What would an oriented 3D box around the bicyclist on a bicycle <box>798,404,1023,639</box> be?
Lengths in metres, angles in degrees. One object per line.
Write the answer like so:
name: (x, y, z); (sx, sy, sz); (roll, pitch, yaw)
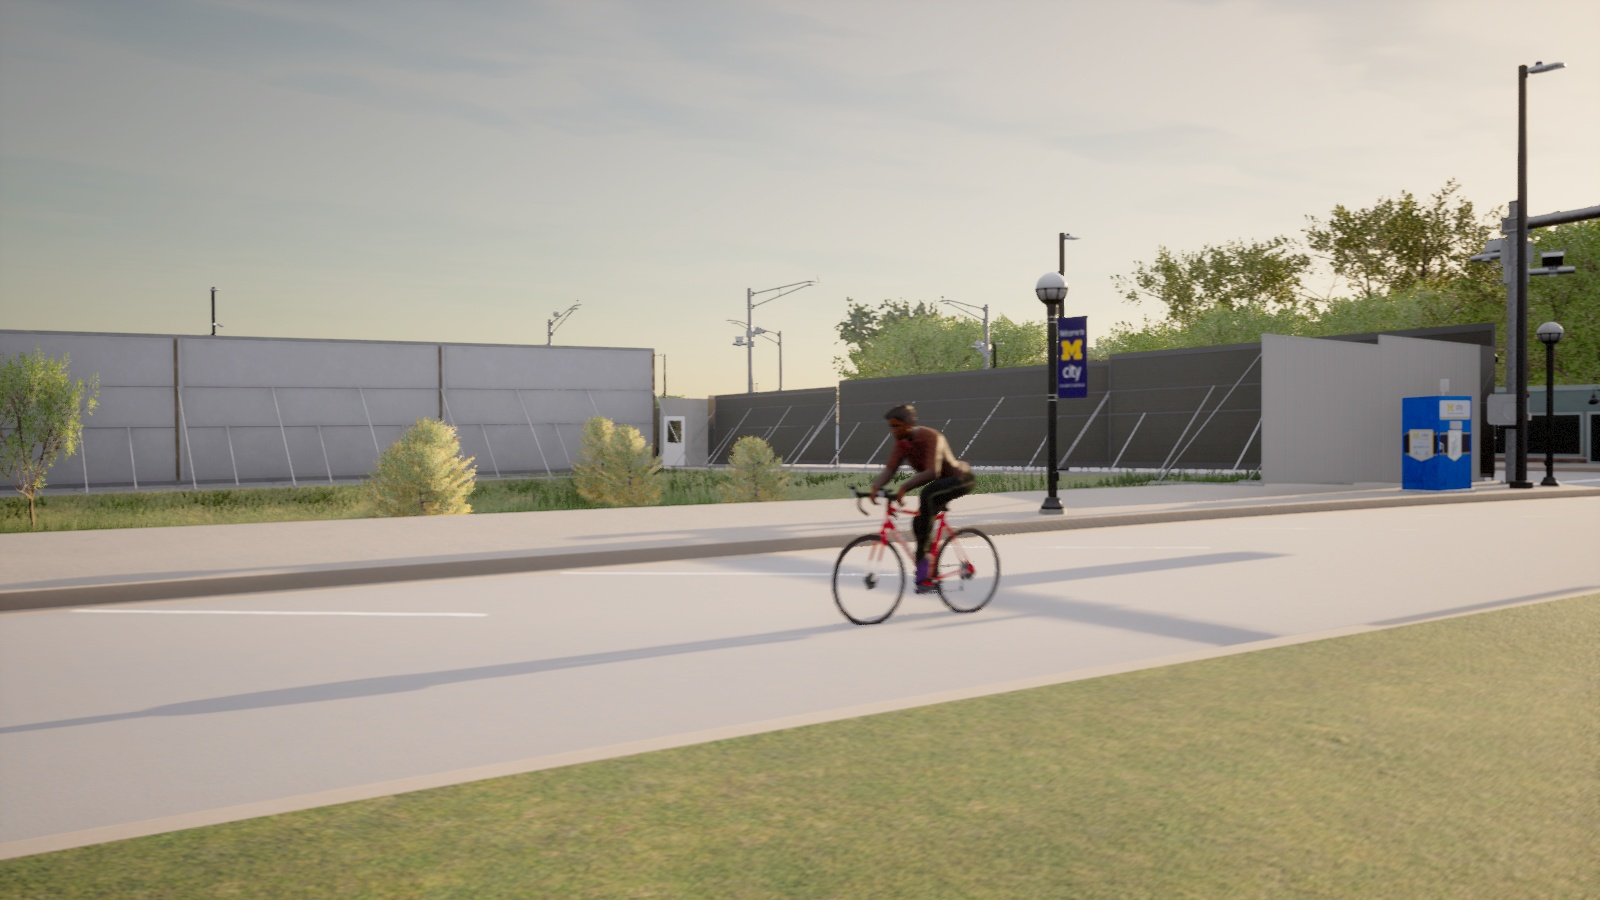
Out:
bicyclist on a bicycle: (0.847, 0.480, 9.392); (1.656, 1.620, 0.582); (-2, 1, -34)
